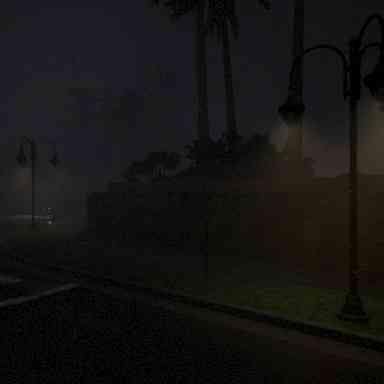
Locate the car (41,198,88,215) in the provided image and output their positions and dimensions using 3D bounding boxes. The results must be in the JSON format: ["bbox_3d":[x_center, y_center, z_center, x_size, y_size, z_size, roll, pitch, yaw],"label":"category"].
[{"bbox_3d":[-11.653,1.326,31.210,1.837,1.490,4.892,0,0,36],"label":"car"}]
